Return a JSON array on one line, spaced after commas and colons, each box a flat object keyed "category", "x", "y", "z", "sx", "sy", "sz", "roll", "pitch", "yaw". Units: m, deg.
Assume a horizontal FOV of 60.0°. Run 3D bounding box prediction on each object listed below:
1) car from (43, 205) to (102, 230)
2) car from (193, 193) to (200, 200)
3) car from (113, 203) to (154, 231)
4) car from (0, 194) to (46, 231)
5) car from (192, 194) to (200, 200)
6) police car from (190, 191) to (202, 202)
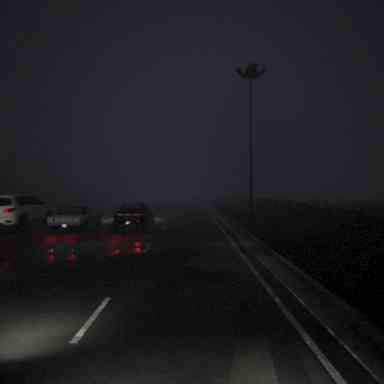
[{"category": "car", "x": -6.905, "y": 1.520, "z": 20.208, "sx": 1.895, "sy": 1.301, "sz": 4.718, "roll": 0, "pitch": 0, "yaw": 0}, {"category": "car", "x": 1.036, "y": 1.137, "z": 80.488, "sx": 1.801, "sy": 1.575, "sz": 5.366, "roll": 0, "pitch": 0, "yaw": 0}, {"category": "car", "x": -3.404, "y": 1.412, "z": 20.031, "sx": 2.128, "sy": 1.511, "sz": 4.902, "roll": 0, "pitch": 0, "yaw": 0}, {"category": "car", "x": -10.404, "y": 1.141, "z": 20.010, "sx": 2.150, "sy": 2.045, "sz": 5.566, "roll": 0, "pitch": 0, "yaw": 0}, {"category": "car", "x": 1.035, "y": 1.165, "z": 86.298, "sx": 1.837, "sy": 1.490, "sz": 4.892, "roll": 0, "pitch": 0, "yaw": 0}, {"category": "police car", "x": 1.038, "y": 1.147, "z": 70.408, "sx": 1.930, "sy": 1.638, "sz": 5.238, "roll": 0, "pitch": 0, "yaw": 0}]
